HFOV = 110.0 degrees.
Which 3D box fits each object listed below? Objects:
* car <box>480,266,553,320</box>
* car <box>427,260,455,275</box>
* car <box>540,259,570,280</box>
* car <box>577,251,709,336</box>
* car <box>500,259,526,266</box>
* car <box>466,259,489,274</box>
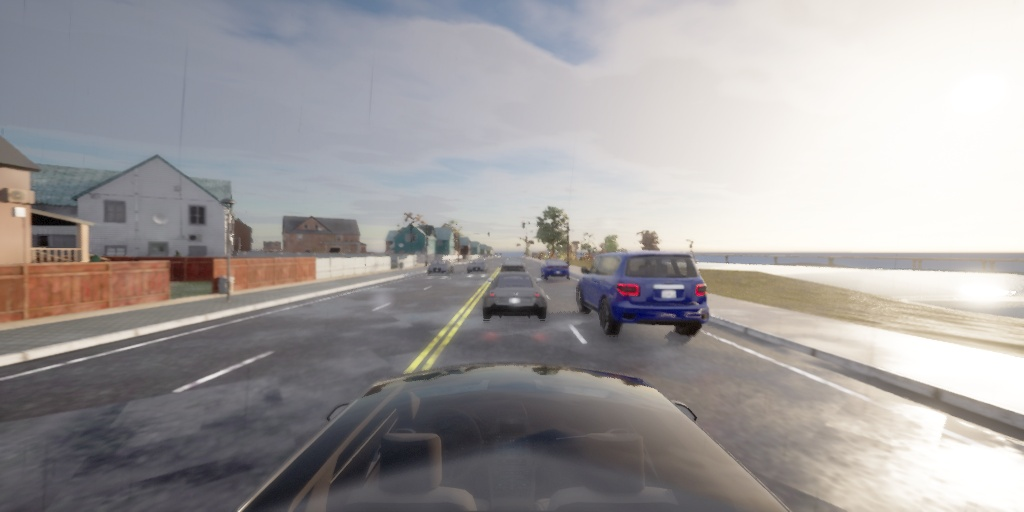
[{"bbox_3d":[0.082,1.225,12.197,1.994,1.385,4.181,0,0,0],"label":"car"},{"bbox_3d":[-6.603,1.054,33.572,1.994,1.385,4.181,0,0,0],"label":"car"},{"bbox_3d":[3.328,1.008,28.321,1.882,1.535,5.008,0,0,0],"label":"car"},{"bbox_3d":[3.327,0.895,10.258,2.150,2.045,5.566,0,0,0],"label":"car"},{"bbox_3d":[0.078,1.008,28.353,1.882,1.535,5.008,0,0,0],"label":"car"},{"bbox_3d":[-3.349,1.036,35.821,1.994,1.385,4.181,0,0,0],"label":"car"}]
